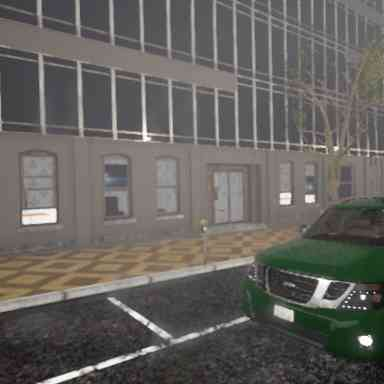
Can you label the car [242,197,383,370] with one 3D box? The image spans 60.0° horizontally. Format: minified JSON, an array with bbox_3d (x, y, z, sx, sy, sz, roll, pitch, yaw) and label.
[{"bbox_3d":[3.403,1.140,5.805,5.566,2.045,2.150,-1,1,-35],"label":"car"}]
